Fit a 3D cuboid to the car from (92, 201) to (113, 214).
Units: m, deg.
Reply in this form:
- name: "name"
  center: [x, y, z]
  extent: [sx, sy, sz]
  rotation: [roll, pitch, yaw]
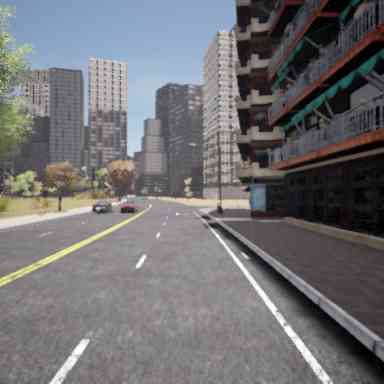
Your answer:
- name: "car"
  center: [-11.094, 1.850, 41.357]
  extent: [2.128, 1.511, 4.902]
  rotation: [0, -1, -3]

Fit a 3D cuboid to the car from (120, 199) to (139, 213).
- name: "car"
  center: [-7.876, 1.960, 42.079]
  extent: [1.895, 1.301, 4.718]
  rotation: [0, 0, -3]

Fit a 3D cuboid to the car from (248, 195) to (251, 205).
- name: "car"
  center: [12.052, 1.494, 54.962]
  extent: [5.566, 2.045, 2.150]
  rotation: [-1, -1, 10]
